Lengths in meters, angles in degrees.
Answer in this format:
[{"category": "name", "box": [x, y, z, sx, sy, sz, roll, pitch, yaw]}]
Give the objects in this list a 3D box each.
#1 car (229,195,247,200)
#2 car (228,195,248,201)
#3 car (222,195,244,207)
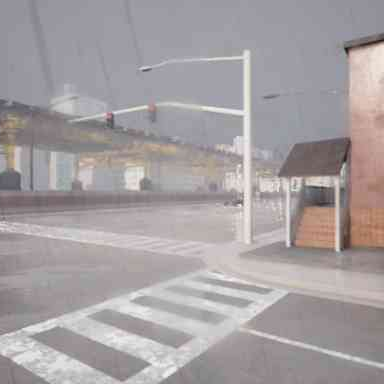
[{"category": "car", "box": [12.491, 1.428, 90.491, 4.536, 1.218, 1.853, 0, 0, -26]}, {"category": "car", "box": [12.538, 1.585, 90.514, 4.974, 1.542, 2.038, 0, 0, -26]}, {"category": "car", "box": [6.981, 1.628, 54.014, 2.033, 1.411, 5.357, 0, 0, 36]}]
